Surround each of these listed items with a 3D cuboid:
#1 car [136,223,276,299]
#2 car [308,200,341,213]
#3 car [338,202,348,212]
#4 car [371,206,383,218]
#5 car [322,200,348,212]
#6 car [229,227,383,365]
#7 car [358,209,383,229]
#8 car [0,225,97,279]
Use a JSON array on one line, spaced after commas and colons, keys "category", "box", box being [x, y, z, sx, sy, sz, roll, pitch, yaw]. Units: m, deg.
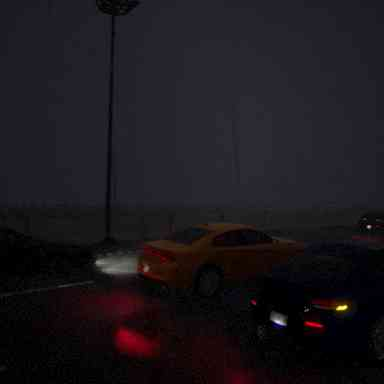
[{"category": "car", "box": [1.007, 1.560, 8.745, 5.008, 1.535, 1.882, 1, -1, -35]}, {"category": "car", "box": [21.315, 2.347, 53.394, 5.566, 2.045, 2.150, 3, -2, -35]}, {"category": "car", "box": [22.621, 2.538, 45.776, 4.674, 1.442, 1.812, 2, -2, -35]}, {"category": "car", "box": [25.612, 2.562, 43.593, 4.674, 1.442, 1.812, 2, -1, -35]}, {"category": "car", "box": [21.848, 2.284, 49.501, 5.566, 2.045, 2.150, 2, -1, -35]}, {"category": "car", "box": [3.068, 1.602, 5.918, 4.674, 1.442, 1.812, 1, -1, -35]}, {"category": "car", "box": [12.536, 1.878, 21.241, 4.892, 1.490, 1.837, 2, -1, -35]}, {"category": "car", "box": [-5.315, 1.574, 8.543, 5.357, 1.411, 2.033, 1, -1, -35]}]
